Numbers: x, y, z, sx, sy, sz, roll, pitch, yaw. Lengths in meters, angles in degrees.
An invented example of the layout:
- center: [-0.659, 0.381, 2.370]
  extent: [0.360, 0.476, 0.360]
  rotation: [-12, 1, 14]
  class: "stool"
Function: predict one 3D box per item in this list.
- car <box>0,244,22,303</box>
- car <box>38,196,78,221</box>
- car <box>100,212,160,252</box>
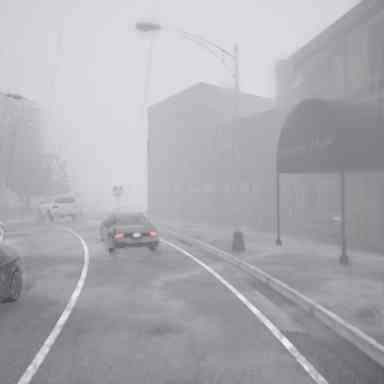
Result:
- center: [-4.286, 1.549, 5.453]
  extent: [1.812, 1.442, 4.674]
  rotation: [0, 0, -10]
  class: "car"
- center: [-11.805, 1.403, 29.178]
  extent: [2.150, 2.045, 5.566]
  rotation: [0, -1, -37]
  class: "car"
- center: [-2.781, 1.568, 14.073]
  extent: [2.033, 1.411, 5.357]
  rotation: [0, 0, -20]
  class: "car"
